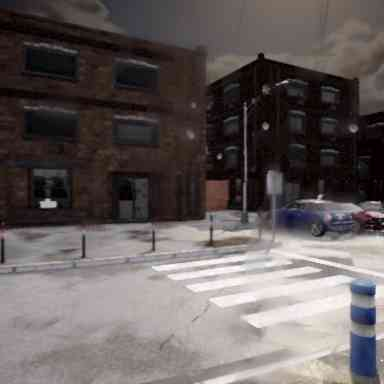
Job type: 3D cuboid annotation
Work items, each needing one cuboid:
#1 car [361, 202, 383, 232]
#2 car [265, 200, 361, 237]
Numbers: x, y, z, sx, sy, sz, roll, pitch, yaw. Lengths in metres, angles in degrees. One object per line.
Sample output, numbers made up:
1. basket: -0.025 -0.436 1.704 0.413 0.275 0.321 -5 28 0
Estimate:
1. car: 8.345 1.293 18.758 2.097 1.535 5.008 0 1 -28
2. car: 5.932 1.189 17.412 2.185 1.767 4.553 0 1 -28
